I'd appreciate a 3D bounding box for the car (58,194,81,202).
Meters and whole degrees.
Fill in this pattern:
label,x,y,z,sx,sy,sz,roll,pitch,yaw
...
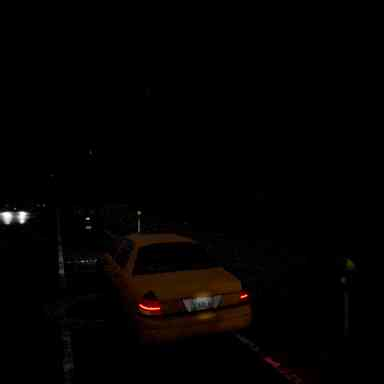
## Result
label,x,y,z,sx,sy,sz,roll,pitch,yaw
car,-12.305,1.316,34.096,2.192,1.841,5.009,0,0,-22

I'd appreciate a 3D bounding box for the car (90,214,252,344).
label,x,y,z,sx,sy,sz,roll,pitch,yaw
car,-0.831,1.457,6.788,1.801,1.575,5.366,0,0,-22

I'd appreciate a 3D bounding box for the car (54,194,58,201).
label,x,y,z,sx,sy,sz,roll,pitch,yaw
car,-31.263,1.469,79.729,1.967,1.590,4.097,0,0,-23

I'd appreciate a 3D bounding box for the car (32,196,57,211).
label,x,y,z,sx,sy,sz,roll,pitch,yaw
car,-17.834,1.548,40.325,2.033,1.411,5.357,0,0,-22

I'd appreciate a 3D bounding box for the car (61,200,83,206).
label,x,y,z,sx,sy,sz,roll,pitch,yaw
car,-8.126,1.551,23.869,2.008,1.369,4.403,0,0,-22

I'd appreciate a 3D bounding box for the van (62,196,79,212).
label,x,y,z,sx,sy,sz,roll,pitch,yaw
van,-14.395,1.342,39.209,1.690,1.788,3.998,0,0,-22

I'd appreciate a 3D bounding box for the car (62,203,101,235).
label,x,y,z,sx,sy,sz,roll,pitch,yaw
car,-6.037,1.551,18.756,2.008,1.369,4.403,0,0,-22

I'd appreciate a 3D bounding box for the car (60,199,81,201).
label,x,y,z,sx,sy,sz,roll,pitch,yaw
car,-10.216,1.567,28.982,1.947,1.339,4.313,0,0,-22

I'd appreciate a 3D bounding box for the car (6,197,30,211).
label,x,y,z,sx,sy,sz,roll,pitch,yaw
car,-21.080,1.601,40.071,1.895,1.301,4.718,0,0,-22
